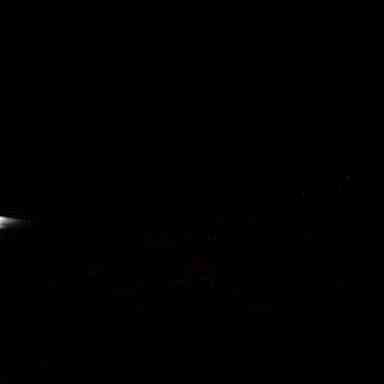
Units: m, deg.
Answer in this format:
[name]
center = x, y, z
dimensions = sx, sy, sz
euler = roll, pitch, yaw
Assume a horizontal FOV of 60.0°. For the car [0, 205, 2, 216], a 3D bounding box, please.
[car]
center = -22.465, 1.875, 37.046
dimensions = 2.128, 1.511, 4.902
euler = 1, -1, -34
